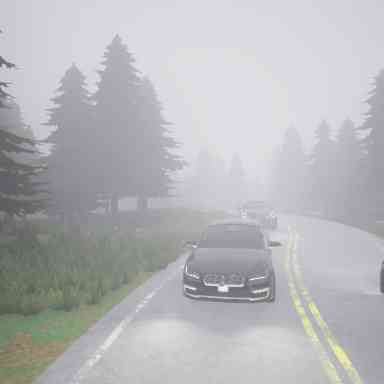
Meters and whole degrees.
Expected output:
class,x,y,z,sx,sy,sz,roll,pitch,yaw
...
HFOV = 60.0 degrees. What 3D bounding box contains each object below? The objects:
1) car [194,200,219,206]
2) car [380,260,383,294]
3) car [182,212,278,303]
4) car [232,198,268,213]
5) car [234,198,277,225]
class,x,y,z,sx,sy,sz,roll,pitch,yaw
car,1.868,1.798,44.849,1.812,1.442,4.674,3,-5,-35
car,4.488,1.309,4.634,2.097,1.767,4.553,-1,0,8
car,1.081,1.496,8.400,1.837,1.490,4.892,-1,0,12
car,6.162,1.410,35.728,1.837,1.490,4.892,2,-1,-16
car,3.853,1.270,20.356,2.097,1.767,4.553,-1,0,5
